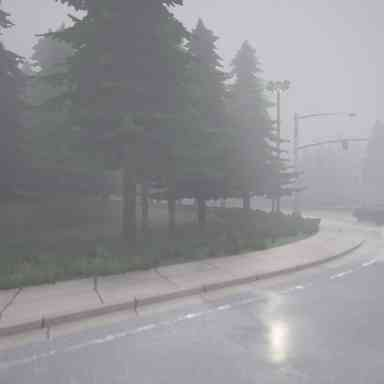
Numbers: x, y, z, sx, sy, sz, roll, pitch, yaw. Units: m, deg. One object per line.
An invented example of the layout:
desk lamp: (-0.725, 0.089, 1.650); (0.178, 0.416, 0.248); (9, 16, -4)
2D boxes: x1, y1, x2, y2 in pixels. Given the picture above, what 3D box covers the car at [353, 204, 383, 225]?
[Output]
car: (13.441, 1.601, 23.941); (2.033, 1.411, 5.357); (0, 0, 5)
